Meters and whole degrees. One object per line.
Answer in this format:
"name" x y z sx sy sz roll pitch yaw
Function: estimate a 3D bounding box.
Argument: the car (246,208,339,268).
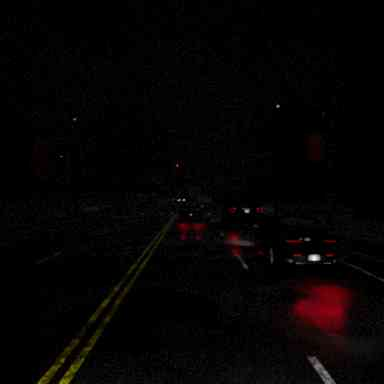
"car" 3.243 1.506 11.242 1.837 1.490 4.892 0 0 0

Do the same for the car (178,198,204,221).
"car" -0.049 1.526 27.700 2.128 1.511 4.902 0 0 1

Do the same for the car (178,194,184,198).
"car" -2.745 1.251 89.595 1.994 1.385 4.181 0 0 1

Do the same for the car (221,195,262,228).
"car" 3.237 1.242 22.281 2.150 2.045 5.566 0 0 0

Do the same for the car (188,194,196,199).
"car" 0.029 1.253 91.571 1.994 1.385 4.181 0 0 1

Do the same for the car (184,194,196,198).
"car" -0.198 1.228 71.806 1.812 1.442 4.674 0 0 1
